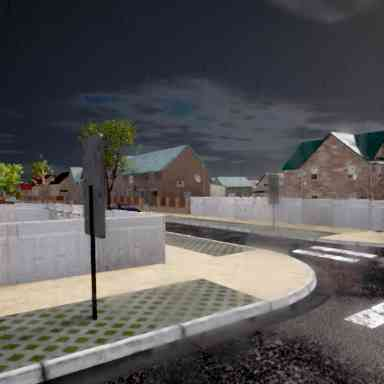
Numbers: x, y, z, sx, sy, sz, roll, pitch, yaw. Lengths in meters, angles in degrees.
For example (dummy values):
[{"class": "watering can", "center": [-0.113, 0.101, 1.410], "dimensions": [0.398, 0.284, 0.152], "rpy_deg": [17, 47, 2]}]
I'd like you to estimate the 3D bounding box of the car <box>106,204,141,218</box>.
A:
[{"class": "car", "center": [-5.960, 1.696, 28.253], "dimensions": [1.994, 1.385, 4.181], "rpy_deg": [-2, 1, -35]}]
